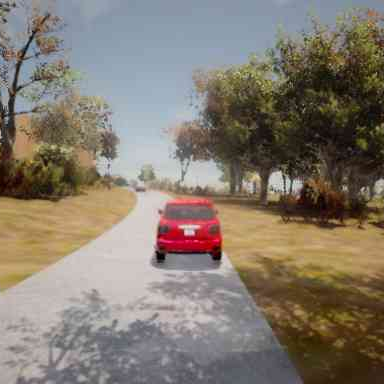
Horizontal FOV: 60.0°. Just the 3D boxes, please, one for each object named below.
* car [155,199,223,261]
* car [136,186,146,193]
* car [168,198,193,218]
[{"bbox_3d":[-0.145,1.250,12.564,2.150,2.045,5.566,0,1,-2],"label":"car"},{"bbox_3d":[-9.922,-0.557,64.742,1.895,1.301,4.718,2,2,-13],"label":"car"},{"bbox_3d":[-1.095,1.302,28.237,1.895,1.301,4.718,0,2,-5],"label":"car"}]
